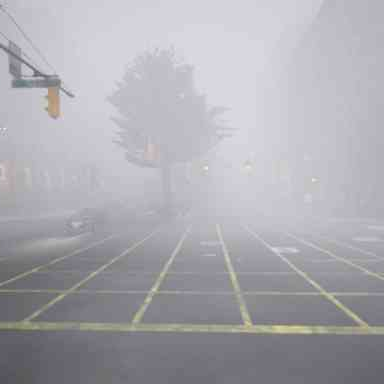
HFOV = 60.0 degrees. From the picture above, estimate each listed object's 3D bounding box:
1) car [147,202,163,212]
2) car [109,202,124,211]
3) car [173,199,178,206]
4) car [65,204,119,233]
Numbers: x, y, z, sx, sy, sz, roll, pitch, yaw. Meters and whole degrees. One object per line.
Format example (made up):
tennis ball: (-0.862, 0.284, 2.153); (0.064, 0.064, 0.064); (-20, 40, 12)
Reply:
car: (-5.437, 2.226, 49.232); (1.994, 1.385, 4.181); (0, 0, 3)
car: (-12.080, 2.281, 51.533); (1.895, 1.301, 4.718); (0, -1, 3)
car: (-4.219, 2.281, 73.787); (2.097, 1.767, 4.553); (0, -1, 3)
car: (-6.777, 1.820, 22.255); (2.128, 1.511, 4.902); (0, -1, 3)
